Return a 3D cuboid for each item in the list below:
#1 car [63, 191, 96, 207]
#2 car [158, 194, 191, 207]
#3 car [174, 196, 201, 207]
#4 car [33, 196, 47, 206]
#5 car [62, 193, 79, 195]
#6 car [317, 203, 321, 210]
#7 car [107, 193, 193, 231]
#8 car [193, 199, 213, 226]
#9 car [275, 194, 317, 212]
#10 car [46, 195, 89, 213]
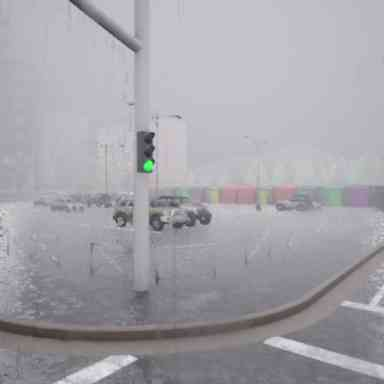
[{"bbox_3d":[-17.824,1.117,52.519,4.605,1.855,1.932,0,0,38],"label":"car"},{"bbox_3d":[-2.527,1.162,47.654,4.605,1.855,1.932,0,0,38],"label":"car"},{"bbox_3d":[-0.699,1.379,49.901,3.905,1.438,1.784,0,0,38],"label":"car"},{"bbox_3d":[-21.210,1.347,48.085,3.806,1.475,1.970,0,0,38],"label":"car"},{"bbox_3d":[-19.432,1.322,50.370,3.905,1.438,1.784,0,0,38],"label":"car"},{"bbox_3d":[13.101,1.450,39.194,3.806,1.475,1.970,0,0,38],"label":"car"},{"bbox_3d":[-2.521,1.153,19.150,4.605,1.855,1.932,0,0,38],"label":"car"},{"bbox_3d":[-0.702,1.162,21.402,3.866,1.878,1.905,0,0,38],"label":"car"},{"bbox_3d":[11.316,1.204,36.915,3.866,1.878,1.905,0,0,38],"label":"car"},{"bbox_3d":[-12.830,1.368,34.260,3.806,1.475,1.970,0,0,38],"label":"car"}]
